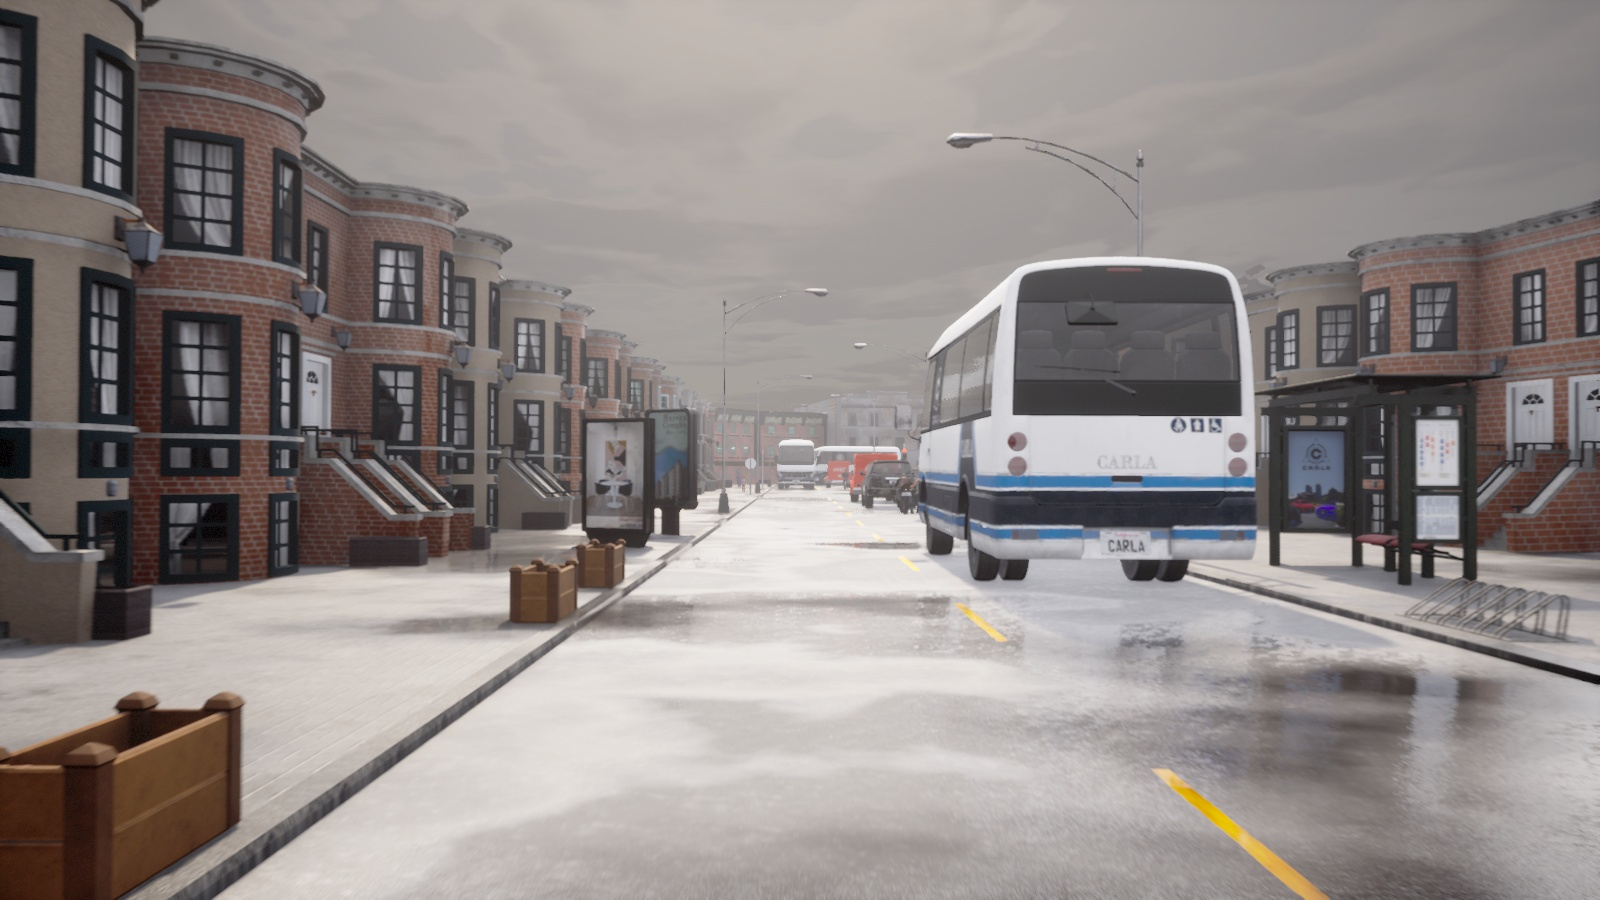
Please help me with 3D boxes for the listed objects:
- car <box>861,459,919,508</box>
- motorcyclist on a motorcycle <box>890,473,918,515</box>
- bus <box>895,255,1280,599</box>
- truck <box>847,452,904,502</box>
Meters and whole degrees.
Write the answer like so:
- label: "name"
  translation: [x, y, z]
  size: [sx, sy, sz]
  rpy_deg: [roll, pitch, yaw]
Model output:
- label: "car"
  translation: [3.869, 1.438, 54.978]
  size: [2.150, 2.045, 5.566]
  rpy_deg: [0, -1, 0]
- label: "motorcyclist on a motorcycle"
  translation: [3.890, 1.621, 46.991]
  size: [0.866, 1.530, 2.191]
  rpy_deg: [0, -1, 0]
- label: "bus"
  translation: [3.946, -0.231, 20.692]
  size: [3.944, 4.253, 10.273]
  rpy_deg: [0, -1, 0]
- label: "truck"
  translation: [3.841, 1.402, 65.092]
  size: [2.627, 2.467, 5.204]
  rpy_deg: [0, -1, 0]
